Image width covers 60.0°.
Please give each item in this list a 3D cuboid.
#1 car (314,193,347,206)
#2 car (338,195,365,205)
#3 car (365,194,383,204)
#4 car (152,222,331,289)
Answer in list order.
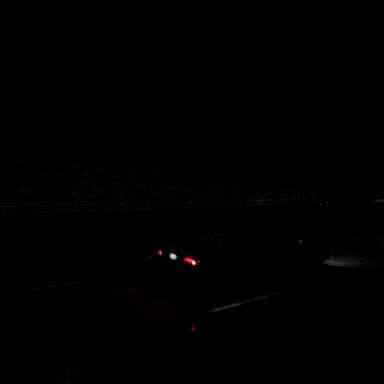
[{"bbox_3d":[18.491,1.216,43.829,5.566,2.045,2.150,0,0,-37],"label":"car"},{"bbox_3d":[20.619,1.486,41.050,4.902,1.511,2.128,0,0,-37],"label":"car"},{"bbox_3d":[22.656,1.217,38.209,5.566,2.045,2.150,0,0,-37],"label":"car"},{"bbox_3d":[1.590,1.550,9.197,5.357,1.411,2.033,0,0,-36],"label":"car"}]
